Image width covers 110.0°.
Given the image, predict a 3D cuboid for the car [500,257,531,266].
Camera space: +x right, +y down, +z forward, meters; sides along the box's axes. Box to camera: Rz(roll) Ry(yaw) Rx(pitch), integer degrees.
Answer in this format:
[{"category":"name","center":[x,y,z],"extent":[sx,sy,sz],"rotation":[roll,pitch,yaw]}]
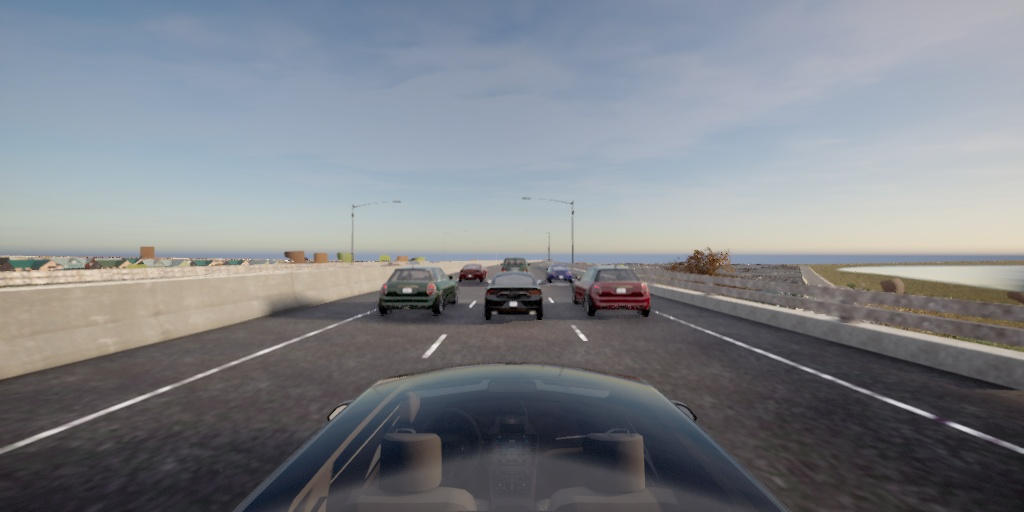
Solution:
[{"category":"car","center":[0.258,1.111,27.748],"extent":[2.150,2.045,5.566],"rotation":[0,0,1]}]

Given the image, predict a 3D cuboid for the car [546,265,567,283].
[{"category":"car","center":[3.808,1.424,29.535],"extent":[1.812,1.442,4.674],"rotation":[0,0,1]}]

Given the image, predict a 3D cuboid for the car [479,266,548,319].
[{"category":"car","center":[0.088,1.283,13.107],"extent":[1.882,1.535,5.008],"rotation":[0,0,1]}]

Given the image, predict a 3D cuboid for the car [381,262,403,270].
[{"category":"car","center":[-20.000,1.688,59.945],"extent":[1.895,1.301,4.718],"rotation":[0,0,3]}]

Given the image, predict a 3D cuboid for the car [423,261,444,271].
[{"category":"car","center":[-13.020,1.581,59.701],"extent":[2.128,1.511,4.902],"rotation":[0,0,2]}]

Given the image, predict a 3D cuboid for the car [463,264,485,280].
[{"category":"car","center":[-3.180,1.377,30.112],"extent":[1.882,1.535,5.008],"rotation":[0,0,1]}]

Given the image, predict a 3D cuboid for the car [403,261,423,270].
[{"category":"car","center":[-16.509,1.614,59.822],"extent":[1.812,1.442,4.674],"rotation":[0,0,2]}]

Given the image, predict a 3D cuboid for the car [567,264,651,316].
[{"category":"car","center":[3.604,1.162,13.823],"extent":[2.097,1.767,4.553],"rotation":[0,0,1]}]

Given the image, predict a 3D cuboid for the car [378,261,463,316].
[{"category":"car","center":[-3.396,1.160,13.869],"extent":[2.097,1.767,4.553],"rotation":[0,0,1]}]
